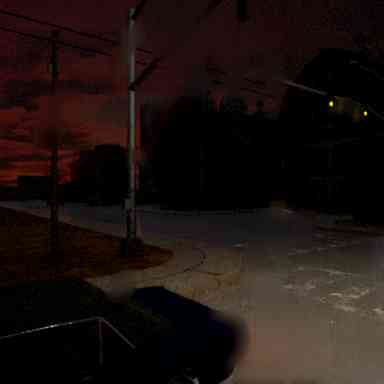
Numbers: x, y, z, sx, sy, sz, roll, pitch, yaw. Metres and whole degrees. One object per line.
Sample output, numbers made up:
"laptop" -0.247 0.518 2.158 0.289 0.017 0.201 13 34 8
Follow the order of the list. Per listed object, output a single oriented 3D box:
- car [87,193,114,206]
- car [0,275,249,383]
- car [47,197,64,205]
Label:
"car" -13.817 1.117 50.584 3.866 1.878 1.905 -2 5 11
"car" -1.760 1.601 2.939 4.718 1.301 1.895 0 0 -37
"car" -23.348 1.537 56.654 1.994 1.385 4.181 0 0 -36
